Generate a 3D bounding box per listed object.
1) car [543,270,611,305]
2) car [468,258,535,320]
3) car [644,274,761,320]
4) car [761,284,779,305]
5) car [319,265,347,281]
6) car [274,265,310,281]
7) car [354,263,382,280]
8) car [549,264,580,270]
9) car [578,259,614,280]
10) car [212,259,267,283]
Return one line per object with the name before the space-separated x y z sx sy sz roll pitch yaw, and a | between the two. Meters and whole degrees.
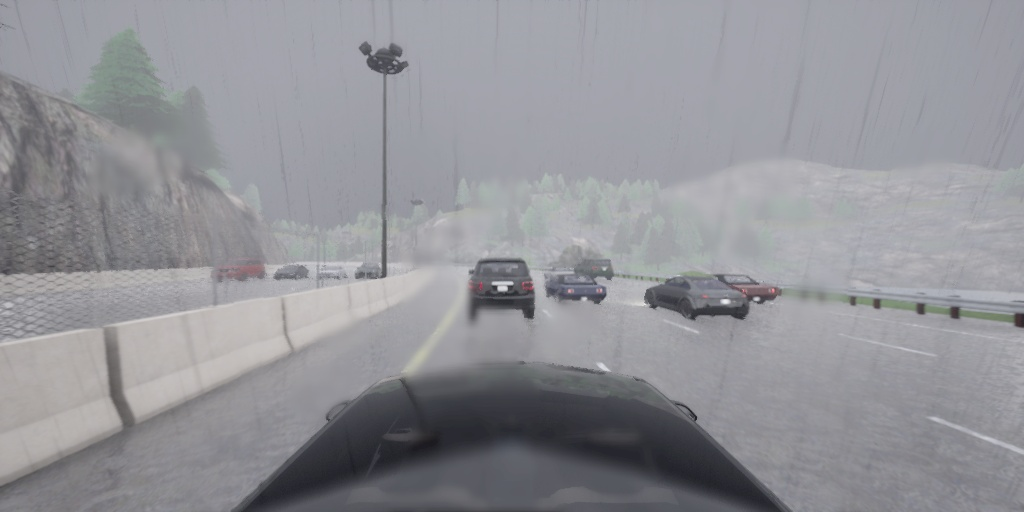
car | 2.804 1.496 16.968 1.895 1.301 4.718 0 -1 -5
car | -0.443 1.087 13.416 2.150 2.045 5.566 0 0 -3
car | 6.575 1.419 13.246 1.994 1.385 4.181 0 0 -4
car | 9.827 1.487 16.877 1.895 1.301 4.718 0 -1 -5
car | -17.859 1.630 35.769 1.812 1.442 4.674 0 -1 -12
car | -21.225 1.604 34.786 1.837 1.490 4.892 0 -1 -12
car | -14.367 1.456 36.130 2.097 1.767 4.553 0 -1 -12
car | 4.259 1.650 32.886 1.895 1.301 4.718 0 -1 -10
car | 7.630 1.277 34.000 2.150 2.045 5.566 0 -1 -10
car | -24.265 1.301 32.247 2.150 2.045 5.566 0 -1 -11
